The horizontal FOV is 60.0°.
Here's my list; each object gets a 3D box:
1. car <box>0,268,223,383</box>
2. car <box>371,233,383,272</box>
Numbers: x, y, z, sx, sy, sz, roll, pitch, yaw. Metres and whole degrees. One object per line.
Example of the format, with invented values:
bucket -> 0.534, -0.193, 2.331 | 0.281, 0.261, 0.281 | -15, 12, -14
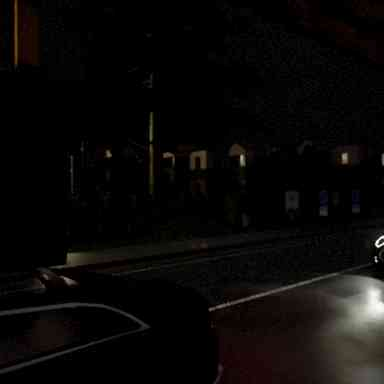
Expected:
car -> -1.979, 1.494, 2.553 | 4.902, 1.511, 2.128 | 0, 0, -36
car -> 6.915, 1.280, 9.187 | 4.553, 1.767, 2.097 | -1, 0, -37
